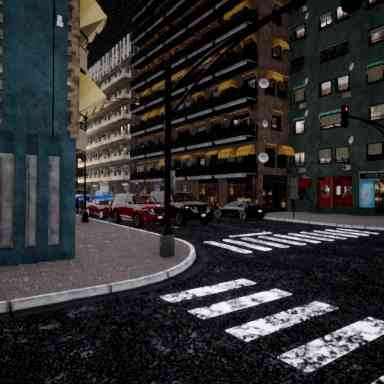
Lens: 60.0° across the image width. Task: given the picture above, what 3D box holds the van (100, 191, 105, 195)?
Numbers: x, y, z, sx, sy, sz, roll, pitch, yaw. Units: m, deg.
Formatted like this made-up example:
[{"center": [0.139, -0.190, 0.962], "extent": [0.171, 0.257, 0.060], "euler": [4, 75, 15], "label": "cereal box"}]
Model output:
[{"center": [-12.697, 0.725, 47.760], "extent": [1.690, 1.788, 3.998], "euler": [2, 0, -36], "label": "van"}]

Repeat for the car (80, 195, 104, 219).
[{"center": [-6.480, 1.182, 24.819], "extent": [1.887, 1.381, 4.507], "euler": [2, 0, -36], "label": "car"}]

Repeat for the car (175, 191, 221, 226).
[{"center": [-0.941, 0.966, 21.551], "extent": [2.150, 2.045, 5.566], "euler": [1, 0, -36], "label": "car"}]

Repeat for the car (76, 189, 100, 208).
[{"center": [-12.913, 0.669, 38.171], "extent": [2.150, 2.045, 5.566], "euler": [1, 0, -35], "label": "car"}]

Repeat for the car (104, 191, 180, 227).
[{"center": [-3.214, 1.033, 20.302], "extent": [2.192, 1.841, 5.009], "euler": [2, 0, -36], "label": "car"}]

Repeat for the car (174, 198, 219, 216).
[{"center": [0.337, 1.288, 29.691], "extent": [1.802, 1.307, 4.206], "euler": [2, 0, -36], "label": "car"}]

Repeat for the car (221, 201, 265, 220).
[{"center": [3.597, 1.353, 25.174], "extent": [1.947, 1.339, 4.313], "euler": [2, 0, -36], "label": "car"}]

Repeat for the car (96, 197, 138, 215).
[{"center": [-6.762, 1.201, 29.616], "extent": [1.895, 1.301, 4.718], "euler": [1, 0, -36], "label": "car"}]
